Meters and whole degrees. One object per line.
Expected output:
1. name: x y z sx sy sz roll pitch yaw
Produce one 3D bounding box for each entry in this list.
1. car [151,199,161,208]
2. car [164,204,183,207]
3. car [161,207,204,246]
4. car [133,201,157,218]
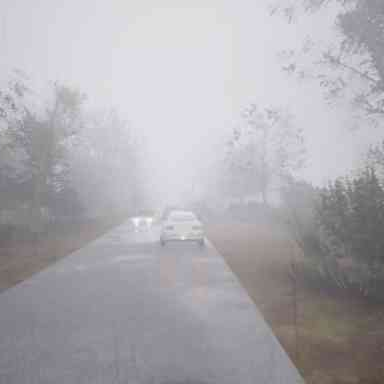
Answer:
1. car: -8.171 2.553 73.943 2.150 2.045 5.566 0 -2 -5
2. car: -1.826 1.863 33.067 1.994 1.385 4.181 0 -1 -5
3. car: -0.484 1.622 15.659 1.812 1.442 4.674 0 -1 -3
4. car: -4.824 1.870 33.695 1.994 1.385 4.181 0 -1 -5
